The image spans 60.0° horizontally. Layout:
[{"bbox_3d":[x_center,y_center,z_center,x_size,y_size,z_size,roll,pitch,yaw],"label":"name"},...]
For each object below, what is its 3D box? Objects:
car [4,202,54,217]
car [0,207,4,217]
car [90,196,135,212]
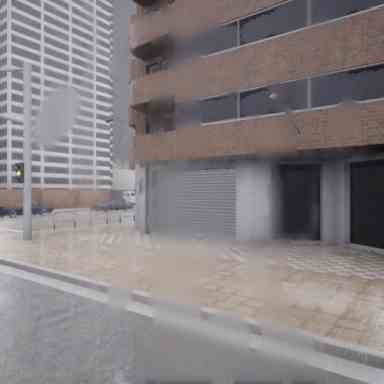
[{"bbox_3d":[-15.533,1.601,30.932,1.895,1.301,4.718,0,0,36],"label":"car"},{"bbox_3d":[-14.450,1.353,20.167,2.097,1.767,4.553,0,0,36],"label":"car"},{"bbox_3d":[-9.383,1.547,39.393,2.033,1.411,5.357,0,0,36],"label":"car"}]
